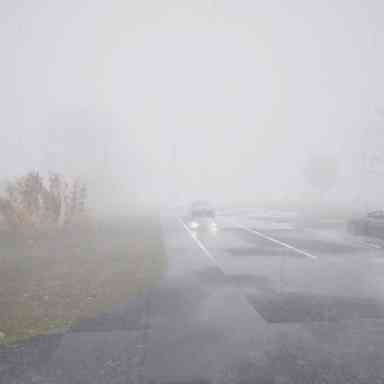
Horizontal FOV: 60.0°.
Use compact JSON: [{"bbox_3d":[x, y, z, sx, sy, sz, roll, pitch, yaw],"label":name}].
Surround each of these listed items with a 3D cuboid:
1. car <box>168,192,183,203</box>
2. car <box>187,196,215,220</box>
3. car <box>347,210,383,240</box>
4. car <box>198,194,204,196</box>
[{"bbox_3d":[-3.312,0.990,63.292,2.150,2.045,5.566,-1,1,-4],"label":"car"},{"bbox_3d":[0.665,1.393,27.547,1.882,1.535,5.008,0,0,-6],"label":"car"},{"bbox_3d":[9.033,1.509,15.277,1.994,1.385,4.181,0,0,-6],"label":"car"},{"bbox_3d":[2.085,1.200,79.463,1.994,1.385,4.181,0,0,-6],"label":"car"}]
